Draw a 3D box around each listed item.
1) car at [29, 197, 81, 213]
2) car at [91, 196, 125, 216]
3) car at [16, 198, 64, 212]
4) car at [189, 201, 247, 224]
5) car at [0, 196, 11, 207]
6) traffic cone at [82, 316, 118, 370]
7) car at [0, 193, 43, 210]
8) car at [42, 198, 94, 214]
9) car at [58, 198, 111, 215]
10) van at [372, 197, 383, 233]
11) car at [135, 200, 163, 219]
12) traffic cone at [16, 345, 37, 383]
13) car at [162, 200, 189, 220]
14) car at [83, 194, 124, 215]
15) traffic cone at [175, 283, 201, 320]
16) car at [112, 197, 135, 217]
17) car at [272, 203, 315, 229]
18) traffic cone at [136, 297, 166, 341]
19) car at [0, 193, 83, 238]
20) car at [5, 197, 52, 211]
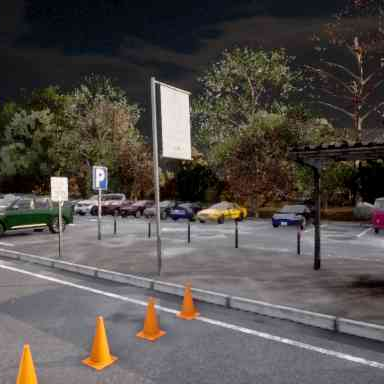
[{"bbox_3d":[-15.632,1.444,38.260,1.946,1.575,5.366,0,0,35],"label":"car"},{"bbox_3d":[-6.648,1.466,31.728,2.097,1.535,5.008,0,0,35],"label":"car"},{"bbox_3d":[-18.023,1.469,39.679,2.163,1.488,4.792,0,0,35],"label":"car"},{"bbox_3d":[2.325,1.475,25.189,1.946,1.575,5.366,0,0,35],"label":"car"},{"bbox_3d":[-29.260,1.332,47.839,1.946,1.575,5.366,1,0,35],"label":"car"},{"bbox_3d":[-1.220,1.957,4.423,0.340,0.580,0.340,0,0,35],"label":"traffic cone"},{"bbox_3d":[-22.568,1.153,42.874,2.435,2.045,5.566,0,0,35],"label":"car"},{"bbox_3d":[-13.468,1.455,36.508,2.097,1.535,5.008,0,0,35],"label":"car"},{"bbox_3d":[-11.196,1.461,34.910,2.231,1.521,4.892,0,0,35],"label":"car"},{"bbox_3d":[11.583,1.264,19.053,1.878,1.987,4.442,0,0,35],"label":"van"},{"bbox_3d":[-2.105,1.473,28.537,2.231,1.521,4.892,0,0,35],"label":"car"},{"bbox_3d":[-1.796,1.957,3.607,0.340,0.580,0.340,0,0,35],"label":"traffic cone"},{"bbox_3d":[0.178,1.504,26.960,2.163,1.488,4.792,0,0,35],"label":"car"},{"bbox_3d":[-8.939,1.212,33.296,2.435,2.045,5.566,0,0,35],"label":"car"},{"bbox_3d":[-0.070,1.957,6.055,0.340,0.580,0.340,0,0,36],"label":"traffic cone"},{"bbox_3d":[-4.377,1.469,30.132,2.097,1.535,5.008,0,0,35],"label":"car"},{"bbox_3d":[6.958,1.513,22.125,2.163,1.488,4.792,0,0,35],"label":"car"},{"bbox_3d":[-0.645,1.957,5.240,0.340,0.580,0.340,0,0,35],"label":"traffic cone"},{"bbox_3d":[-8.934,1.221,17.307,2.435,2.045,5.566,0,0,35],"label":"car"},{"bbox_3d":[-20.266,1.452,41.327,2.163,1.488,4.792,0,0,35],"label":"car"}]
